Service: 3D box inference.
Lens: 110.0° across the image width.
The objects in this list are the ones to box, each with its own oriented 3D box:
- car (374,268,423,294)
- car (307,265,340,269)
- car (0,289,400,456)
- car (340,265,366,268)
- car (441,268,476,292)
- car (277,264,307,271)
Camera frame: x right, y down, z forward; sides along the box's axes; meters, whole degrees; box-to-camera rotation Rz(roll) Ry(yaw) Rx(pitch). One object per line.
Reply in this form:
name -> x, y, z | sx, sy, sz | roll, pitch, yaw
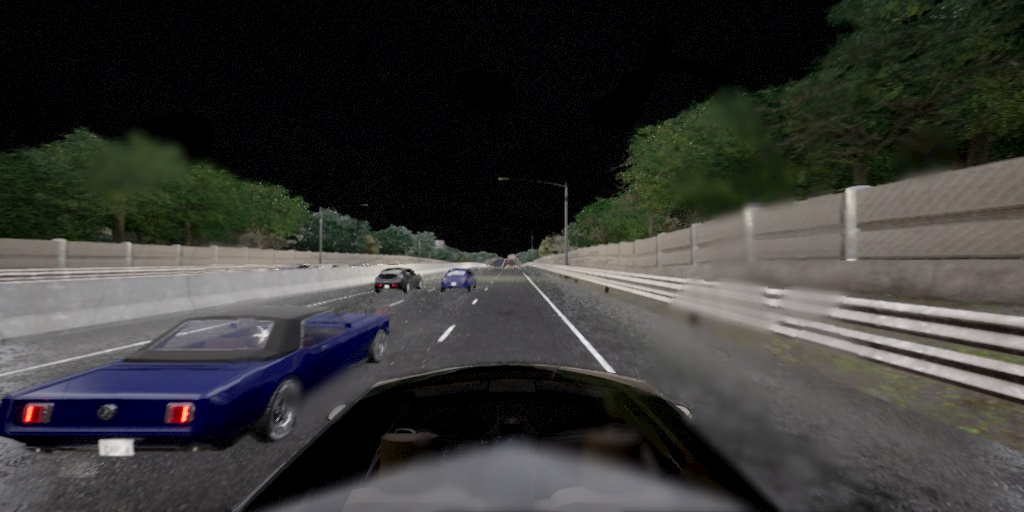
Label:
car -> -6.897, 1.466, 22.165 | 1.837, 1.490, 4.892 | 0, -1, 0
car -> -21.062, 1.727, 41.301 | 1.812, 1.442, 4.674 | 0, -1, 0
car -> -3.397, 1.385, 5.309 | 1.895, 1.301, 4.718 | 0, -1, 0
car -> -17.563, 1.768, 41.417 | 1.994, 1.385, 4.181 | 0, -1, 0
car -> -3.396, 1.499, 23.187 | 1.812, 1.442, 4.674 | 0, -1, 0
car -> -24.562, 1.701, 40.738 | 1.837, 1.490, 4.892 | 0, -1, 0
